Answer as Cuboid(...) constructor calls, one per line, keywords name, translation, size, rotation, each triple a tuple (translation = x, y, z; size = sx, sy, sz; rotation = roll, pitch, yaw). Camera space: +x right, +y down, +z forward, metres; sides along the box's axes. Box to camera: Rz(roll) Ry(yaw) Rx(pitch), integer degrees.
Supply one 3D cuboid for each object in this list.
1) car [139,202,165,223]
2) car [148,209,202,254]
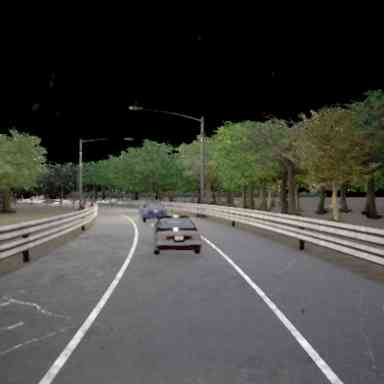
Cuboid(name="car", translation=(-3.480, 1.662, 29.285), size=(2.097, 1.767, 4.553), rotation=(0, -1, -14))
Cuboid(name="car", translation=(-0.743, 1.697, 14.233), size=(2.033, 1.411, 5.357), rotation=(0, -1, -7))
